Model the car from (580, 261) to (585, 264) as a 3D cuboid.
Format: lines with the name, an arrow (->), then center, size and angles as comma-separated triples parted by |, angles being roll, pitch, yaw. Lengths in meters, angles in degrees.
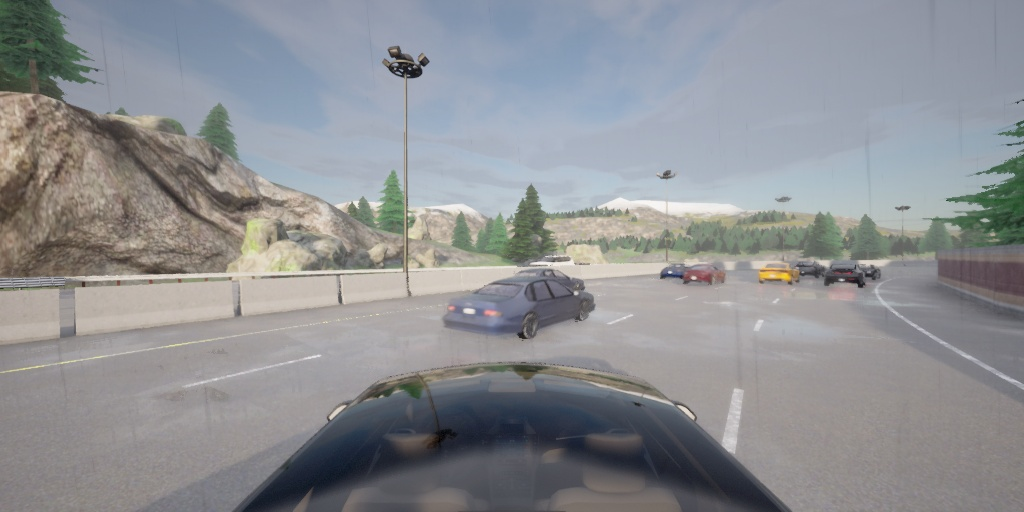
car -> 8.571, 1.351, 49.579 | 4.718, 1.301, 1.895 | 0, 0, -40

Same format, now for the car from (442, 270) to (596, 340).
car -> 0.507, 1.297, 10.133 | 2.033, 1.411, 5.357 | 0, 0, 36

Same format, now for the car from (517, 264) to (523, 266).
car -> 2.366, 1.102, 39.097 | 4.553, 1.767, 2.097 | 0, 0, -44

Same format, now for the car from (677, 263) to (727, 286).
car -> 13.696, 1.275, 25.426 | 1.812, 1.442, 4.674 | 0, 0, 45

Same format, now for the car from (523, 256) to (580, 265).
car -> 4.047, 0.971, 35.887 | 5.566, 2.045, 2.150 | 0, 0, -45

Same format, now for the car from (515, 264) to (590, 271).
car -> 1.483, 1.297, 17.069 | 2.033, 1.411, 5.357 | 0, 0, 39

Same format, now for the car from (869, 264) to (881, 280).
car -> 30.379, 1.351, 31.004 | 4.718, 1.301, 1.895 | 0, 0, -39

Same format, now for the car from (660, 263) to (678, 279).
car -> 14.619, 1.313, 31.194 | 4.181, 1.385, 1.994 | 0, 0, -43

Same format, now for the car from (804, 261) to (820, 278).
car -> 27.621, 1.241, 33.254 | 4.902, 1.511, 2.128 | 0, 0, -39

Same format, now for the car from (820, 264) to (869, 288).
car -> 22.454, 1.255, 24.155 | 4.892, 1.490, 1.837 | 0, 0, -43

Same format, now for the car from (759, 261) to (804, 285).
car -> 19.697, 1.228, 26.361 | 5.008, 1.535, 1.882 | 0, 0, -44
